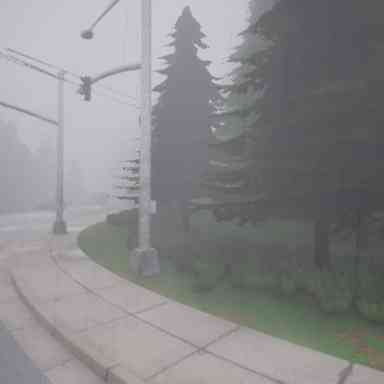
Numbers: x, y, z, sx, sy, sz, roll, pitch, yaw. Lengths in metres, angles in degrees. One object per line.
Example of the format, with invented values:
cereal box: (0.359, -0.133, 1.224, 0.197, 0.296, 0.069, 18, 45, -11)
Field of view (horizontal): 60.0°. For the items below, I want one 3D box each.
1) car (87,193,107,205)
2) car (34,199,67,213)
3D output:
car: (-15.459, 1.150, 54.371, 2.150, 2.045, 5.566, 0, 0, -1)
car: (-15.040, 1.455, 35.540, 1.895, 1.301, 4.718, 0, 0, -1)
